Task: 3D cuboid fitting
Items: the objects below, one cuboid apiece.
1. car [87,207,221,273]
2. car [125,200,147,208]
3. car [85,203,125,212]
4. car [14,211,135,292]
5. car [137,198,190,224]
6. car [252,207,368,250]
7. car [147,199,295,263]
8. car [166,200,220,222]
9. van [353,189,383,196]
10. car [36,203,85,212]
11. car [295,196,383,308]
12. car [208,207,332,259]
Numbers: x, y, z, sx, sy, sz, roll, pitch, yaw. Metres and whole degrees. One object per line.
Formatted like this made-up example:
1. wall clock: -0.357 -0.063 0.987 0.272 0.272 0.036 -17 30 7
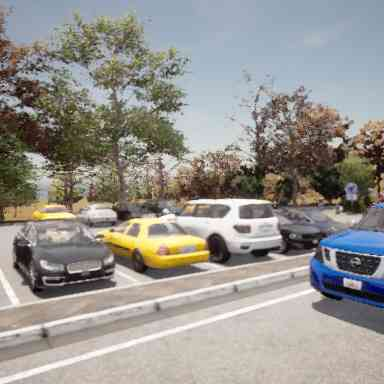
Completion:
1. car: -1.587 1.527 11.090 1.946 1.575 5.366 0 0 -35
2. car: -4.450 1.557 24.809 2.163 1.488 4.792 0 0 -35
3. car: -6.730 1.566 23.236 2.002 1.452 4.674 0 0 -35
4. car: -3.754 1.530 9.345 2.231 1.521 4.892 0 0 -35
5. car: -2.322 1.403 26.382 2.185 1.767 4.553 0 0 -35
6. car: 5.346 1.564 15.710 2.163 1.488 4.792 0 0 -35
7. car: 0.774 1.280 12.560 2.435 2.045 5.566 0 0 -35
8. car: -0.035 1.530 27.948 2.097 1.535 5.008 0 0 -35
9. van: 22.030 0.535 43.662 1.878 1.987 4.442 -1 1 -35
10. car: -8.890 1.521 21.491 1.946 1.575 5.366 0 0 -35
11. car: 4.933 1.187 7.129 5.566 2.045 2.150 0 0 -35
12. car: 3.056 1.533 14.140 2.097 1.535 5.008 0 0 -35
